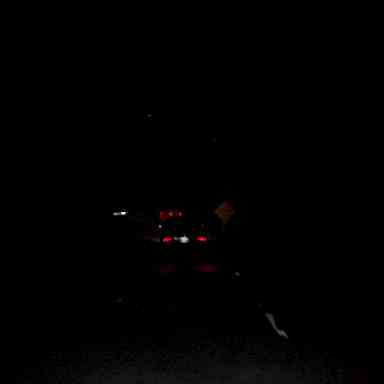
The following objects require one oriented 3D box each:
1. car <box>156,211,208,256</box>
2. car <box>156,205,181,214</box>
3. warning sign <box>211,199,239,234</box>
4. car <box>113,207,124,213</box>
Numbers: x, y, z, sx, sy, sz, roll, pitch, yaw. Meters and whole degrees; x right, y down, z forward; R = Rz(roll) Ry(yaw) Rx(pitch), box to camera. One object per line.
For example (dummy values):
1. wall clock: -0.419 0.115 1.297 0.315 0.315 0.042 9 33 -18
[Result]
1. car: -0.426 1.747 14.086 2.033 1.411 5.357 0 -1 -4
2. car: -2.022 1.884 29.239 2.097 1.767 4.553 0 -2 -8
3. warning sign: 1.886 1.403 19.197 1.300 1.860 1.060 3 2 -5
4. car: -15.216 3.664 69.082 1.895 1.301 4.718 -1 -2 -19
